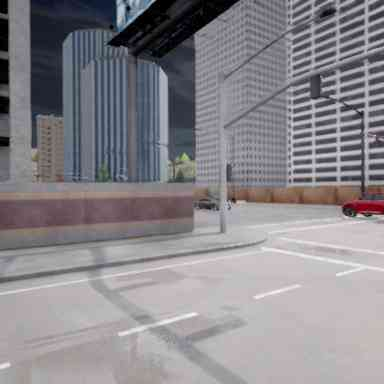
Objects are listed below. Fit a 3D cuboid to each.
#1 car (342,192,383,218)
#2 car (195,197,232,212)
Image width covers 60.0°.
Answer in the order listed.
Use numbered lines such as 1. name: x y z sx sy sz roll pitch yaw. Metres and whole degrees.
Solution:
1. car: 13.867 0.993 24.530 2.150 2.045 5.566 0 0 -25
2. car: 2.178 1.303 35.071 1.837 1.490 4.892 -1 0 -35
